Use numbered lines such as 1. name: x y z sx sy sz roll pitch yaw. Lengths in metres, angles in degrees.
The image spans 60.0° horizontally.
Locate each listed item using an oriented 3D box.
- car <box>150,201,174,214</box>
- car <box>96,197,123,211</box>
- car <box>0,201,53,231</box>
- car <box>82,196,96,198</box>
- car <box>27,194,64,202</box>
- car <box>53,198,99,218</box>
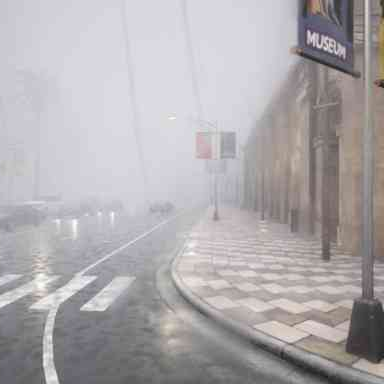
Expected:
1. car: -3.005 1.604 34.637 1.895 1.301 4.718 0 0 5
2. car: -9.649 1.526 40.100 1.812 1.442 4.674 0 0 5
3. car: -11.156 1.547 20.842 2.033 1.411 5.357 0 0 4
4. car: -13.043 1.352 41.548 2.097 1.767 4.553 0 0 5
5. car: -13.888 1.221 31.258 2.150 2.045 5.566 0 0 5
6. car: -10.453 1.526 30.244 1.812 1.442 4.674 0 0 5
